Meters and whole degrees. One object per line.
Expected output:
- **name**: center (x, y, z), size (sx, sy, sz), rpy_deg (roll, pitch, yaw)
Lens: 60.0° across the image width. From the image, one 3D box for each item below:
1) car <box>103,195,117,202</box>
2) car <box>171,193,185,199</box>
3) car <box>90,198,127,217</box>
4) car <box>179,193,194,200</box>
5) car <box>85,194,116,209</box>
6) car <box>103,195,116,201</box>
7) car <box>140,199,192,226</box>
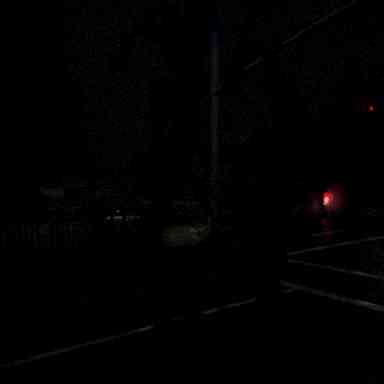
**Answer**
- **car**: center (-18.599, 1.422, 75.306), size (1.845, 1.501, 3.633), rpy_deg (0, 0, -37)
- **car**: center (-3.606, 1.164, 86.287), size (1.932, 1.855, 4.605), rpy_deg (0, 0, -37)
- **car**: center (-7.992, 1.593, 32.351), size (1.994, 1.385, 4.181), rpy_deg (0, 0, -36)
- **car**: center (-1.521, 1.146, 88.352), size (1.905, 1.878, 3.866), rpy_deg (0, 0, -37)
- **car**: center (-12.147, 1.385, 44.066), size (2.097, 1.767, 4.553), rpy_deg (0, 0, -35)
- **car**: center (-20.637, 1.436, 83.039), size (1.970, 1.475, 3.806), rpy_deg (0, 0, -37)
- **car**: center (-1.964, 1.507, 24.367), size (1.882, 1.535, 5.008), rpy_deg (0, 0, -37)
